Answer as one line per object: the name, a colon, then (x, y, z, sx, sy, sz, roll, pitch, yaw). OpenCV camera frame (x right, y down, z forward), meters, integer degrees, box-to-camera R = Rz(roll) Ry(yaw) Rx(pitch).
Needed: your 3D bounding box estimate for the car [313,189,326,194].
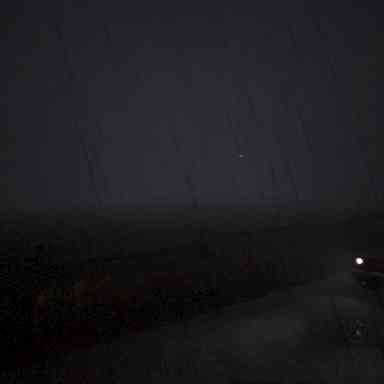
car: (33.966, 0.138, 86.925, 1.932, 1.855, 4.605, -1, 0, -37)

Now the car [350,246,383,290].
car: (5.666, 1.488, 7.657, 4.718, 1.301, 1.895, -1, 0, -36)

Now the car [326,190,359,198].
car: (30.720, 0.495, 67.912, 2.242, 1.667, 4.611, -1, 0, -37)
